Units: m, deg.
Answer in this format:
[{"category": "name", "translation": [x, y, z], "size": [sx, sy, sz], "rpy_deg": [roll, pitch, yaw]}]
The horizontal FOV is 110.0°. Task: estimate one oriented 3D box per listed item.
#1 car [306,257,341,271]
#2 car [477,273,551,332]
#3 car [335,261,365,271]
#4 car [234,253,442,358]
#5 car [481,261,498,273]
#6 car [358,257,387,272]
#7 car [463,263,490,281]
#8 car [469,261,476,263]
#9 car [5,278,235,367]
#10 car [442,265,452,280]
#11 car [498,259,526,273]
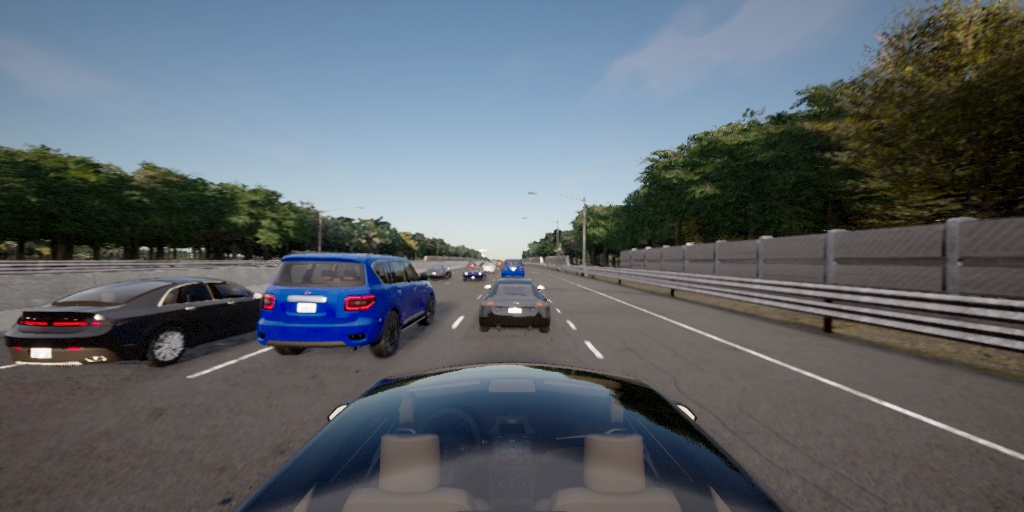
[{"category": "car", "translation": [-27.909, 1.152, 53.359], "size": [2.150, 2.045, 5.566], "rpy_deg": [1, -1, 1]}, {"category": "car", "translation": [0.078, 1.400, 11.281], "size": [1.994, 1.385, 4.181], "rpy_deg": [1, -1, 0]}, {"category": "car", "translation": [-24.405, 1.537, 54.287], "size": [2.033, 1.411, 5.357], "rpy_deg": [1, -1, 1]}, {"category": "car", "translation": [-3.418, 0.981, 8.651], "size": [2.150, 2.045, 5.566], "rpy_deg": [1, -1, 0]}, {"category": "car", "translation": [-3.393, 1.793, 51.842], "size": [1.812, 1.442, 4.674], "rpy_deg": [1, -1, 0]}, {"category": "car", "translation": [-20.909, 1.262, 54.184], "size": [2.150, 2.045, 5.566], "rpy_deg": [1, -1, 1]}, {"category": "car", "translation": [-3.406, 1.628, 33.792], "size": [1.895, 1.301, 4.718], "rpy_deg": [1, -1, 0]}, {"category": "car", "translation": [-6.882, 1.737, 63.793], "size": [2.097, 1.767, 4.553], "rpy_deg": [1, -1, 0]}, {"category": "car", "translation": [-6.923, 1.206, 7.703], "size": [1.837, 1.490, 4.892], "rpy_deg": [1, -1, 0]}, {"category": "car", "translation": [-6.904, 1.538, 33.774], "size": [1.994, 1.385, 4.181], "rpy_deg": [1, -1, 0]}, {"category": "car", "translation": [0.099, 1.301, 33.837], "size": [2.150, 2.045, 5.566], "rpy_deg": [1, -1, 0]}]
